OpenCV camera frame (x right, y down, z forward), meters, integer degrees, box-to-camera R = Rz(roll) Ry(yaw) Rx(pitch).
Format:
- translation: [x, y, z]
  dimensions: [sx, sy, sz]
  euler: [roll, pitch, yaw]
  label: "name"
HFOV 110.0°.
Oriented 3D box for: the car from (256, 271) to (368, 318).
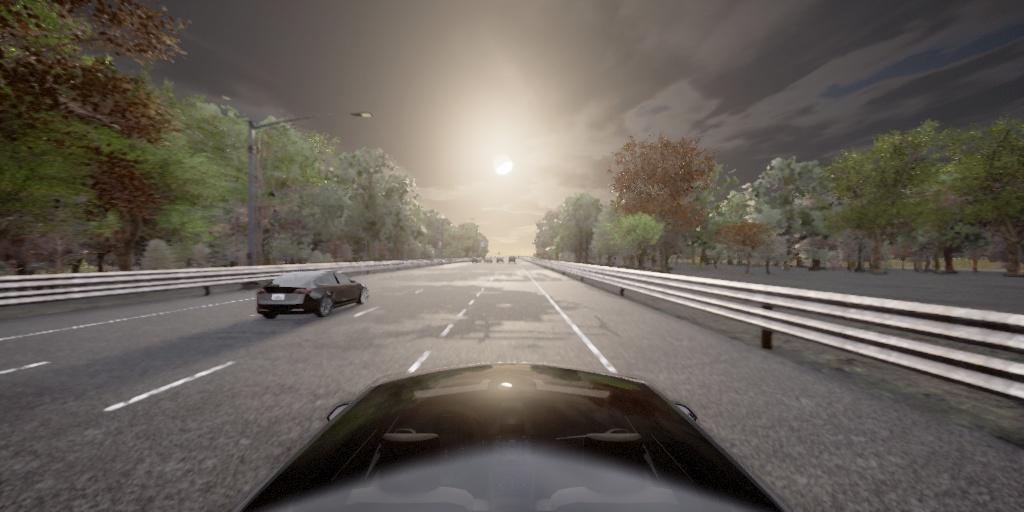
- translation: [-6.999, 1.274, 13.078]
  dimensions: [2.163, 1.488, 4.792]
  euler: [0, 0, 0]
  label: "car"
